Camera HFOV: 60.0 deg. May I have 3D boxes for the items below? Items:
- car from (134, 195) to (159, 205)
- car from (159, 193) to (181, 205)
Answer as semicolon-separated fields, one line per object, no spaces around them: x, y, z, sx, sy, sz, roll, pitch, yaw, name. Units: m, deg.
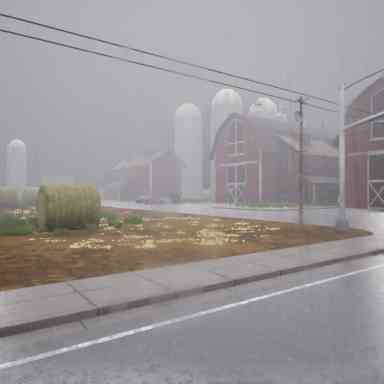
-8.029;1.314;56.399;2.097;1.767;4.553;0;-1;-36;car
-3.919;1.118;57.685;3.866;1.878;1.905;-2;5;11;car
